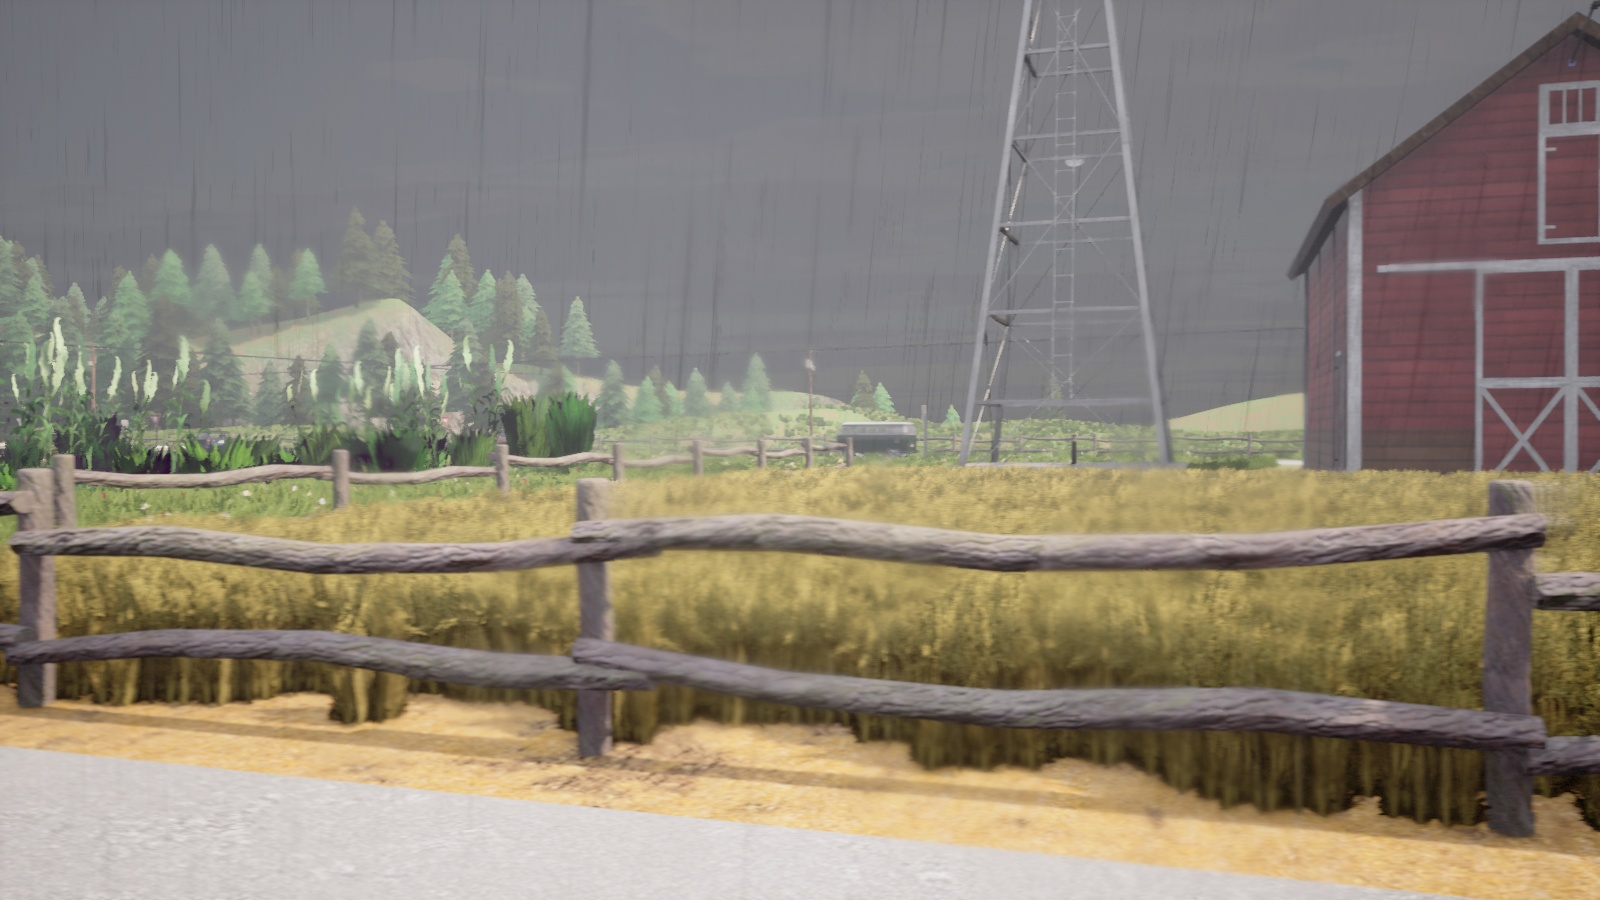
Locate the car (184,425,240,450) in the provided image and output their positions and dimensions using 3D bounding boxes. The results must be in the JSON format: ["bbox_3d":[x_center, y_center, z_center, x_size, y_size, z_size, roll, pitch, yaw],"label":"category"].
[{"bbox_3d":[-40.503,-0.865,86.465,2.242,1.667,4.611,0,1,-42],"label":"car"}]

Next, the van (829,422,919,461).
[{"bbox_3d":[3.936,-0.474,66.704,4.442,1.987,1.775,1,1,24],"label":"van"}]
